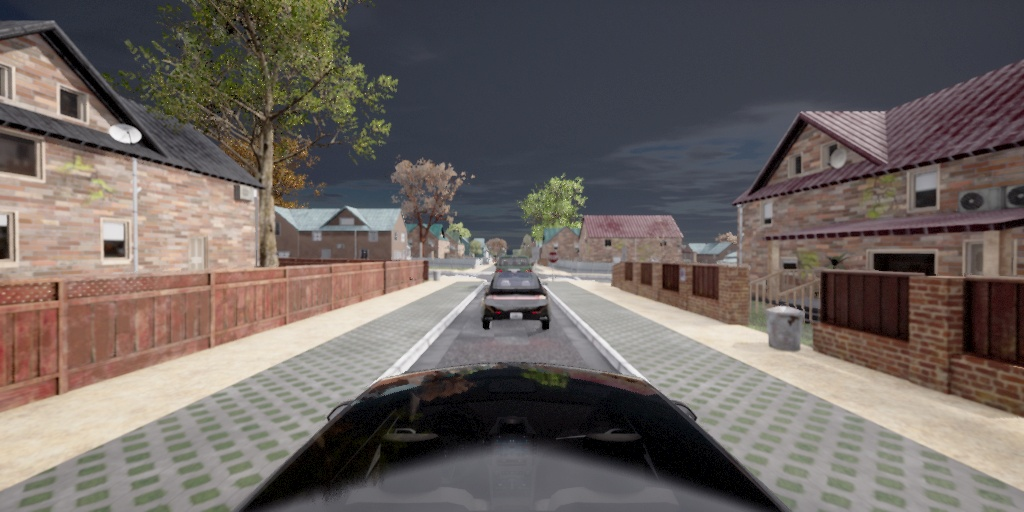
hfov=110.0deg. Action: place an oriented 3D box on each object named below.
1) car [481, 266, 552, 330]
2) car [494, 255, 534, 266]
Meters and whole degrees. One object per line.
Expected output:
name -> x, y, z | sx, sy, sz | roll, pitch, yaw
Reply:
car -> 0.109, 1.235, 11.061 | 2.128, 1.511, 4.902 | 0, 0, 0
car -> 0.133, 0.967, 20.941 | 2.150, 2.045, 5.566 | 0, 0, 1
